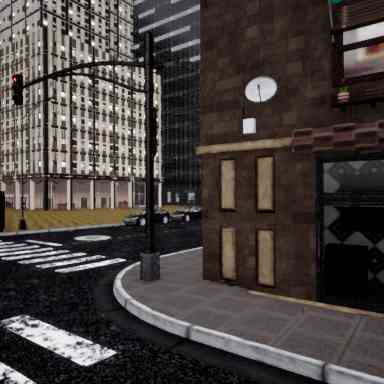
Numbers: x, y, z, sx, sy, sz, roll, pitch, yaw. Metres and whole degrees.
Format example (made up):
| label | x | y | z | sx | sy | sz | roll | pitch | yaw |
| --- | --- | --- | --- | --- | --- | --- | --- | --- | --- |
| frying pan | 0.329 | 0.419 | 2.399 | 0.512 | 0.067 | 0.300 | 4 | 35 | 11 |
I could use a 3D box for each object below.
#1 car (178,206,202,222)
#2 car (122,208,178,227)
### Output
| label | x | y | z | sx | sy | sz | roll | pitch | yaw |
| --- | --- | --- | --- | --- | --- | --- | --- | --- | --- |
| car | -0.272 | 1.975 | 30.474 | 2.008 | 1.369 | 4.403 | -2 | -2 | 35 |
| car | -3.481 | 1.893 | 25.922 | 2.008 | 1.369 | 4.403 | -2 | -2 | 35 |
